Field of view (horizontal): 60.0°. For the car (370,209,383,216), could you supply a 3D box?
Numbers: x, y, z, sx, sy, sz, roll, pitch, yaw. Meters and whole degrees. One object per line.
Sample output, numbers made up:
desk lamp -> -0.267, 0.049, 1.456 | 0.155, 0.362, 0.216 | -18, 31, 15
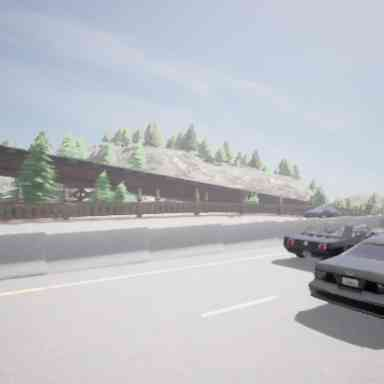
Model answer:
car -> 17.762, 2.163, 29.554 | 5.008, 1.535, 1.882 | 4, -2, -35

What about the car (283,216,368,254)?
car -> 5.532, 1.743, 12.025 | 4.718, 1.301, 1.895 | 1, 0, -35

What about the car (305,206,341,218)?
car -> 14.013, 2.234, 35.477 | 4.674, 1.442, 1.812 | 4, -2, -35

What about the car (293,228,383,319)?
car -> 4.814, 1.648, 7.242 | 5.357, 1.411, 2.033 | 1, 0, -35
